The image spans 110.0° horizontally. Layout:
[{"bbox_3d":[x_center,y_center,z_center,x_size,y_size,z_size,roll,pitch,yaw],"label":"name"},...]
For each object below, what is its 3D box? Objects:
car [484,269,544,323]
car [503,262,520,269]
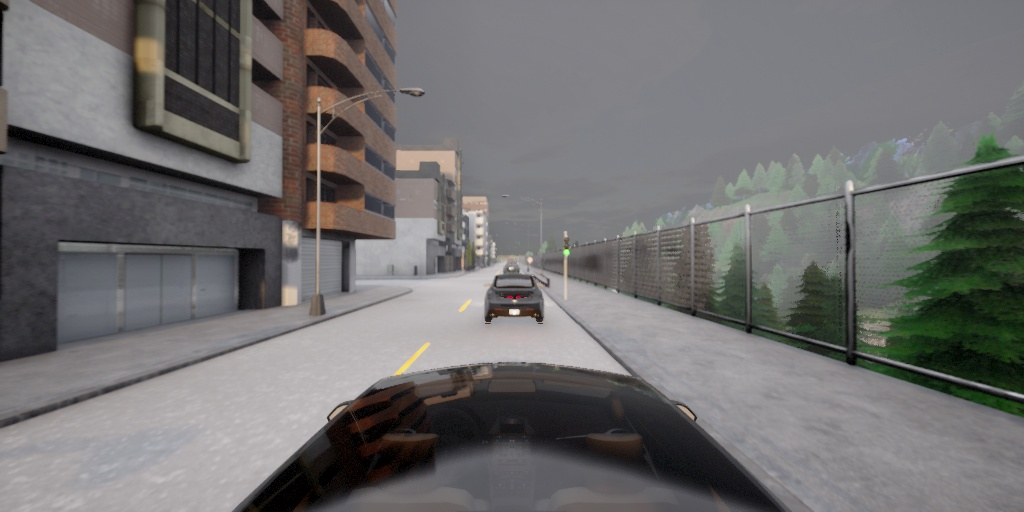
[{"bbox_3d":[0.063,1.377,12.680,1.837,1.490,4.892,0,-1,0],"label":"car"},{"bbox_3d":[-0.052,1.591,45.779,2.097,1.767,4.553,0,-1,0],"label":"car"}]
